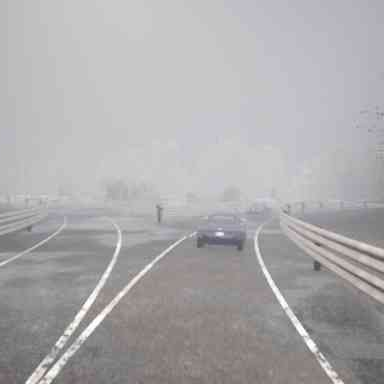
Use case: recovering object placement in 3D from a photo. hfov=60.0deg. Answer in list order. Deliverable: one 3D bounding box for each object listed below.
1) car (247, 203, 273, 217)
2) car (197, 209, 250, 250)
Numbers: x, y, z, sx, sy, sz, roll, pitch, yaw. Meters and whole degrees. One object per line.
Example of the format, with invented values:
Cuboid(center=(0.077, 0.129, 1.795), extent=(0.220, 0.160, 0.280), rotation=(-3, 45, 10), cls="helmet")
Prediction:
Cuboid(center=(7.470, 1.911, 36.665), extent=(2.033, 1.411, 5.357), rotation=(0, -1, 27), cls="car")
Cuboid(center=(1.456, 1.651, 15.112), extent=(1.994, 1.385, 4.181), rotation=(2, 0, 10), cls="car")
